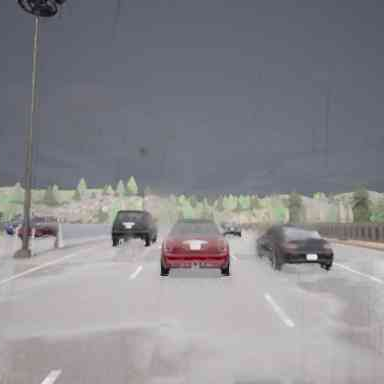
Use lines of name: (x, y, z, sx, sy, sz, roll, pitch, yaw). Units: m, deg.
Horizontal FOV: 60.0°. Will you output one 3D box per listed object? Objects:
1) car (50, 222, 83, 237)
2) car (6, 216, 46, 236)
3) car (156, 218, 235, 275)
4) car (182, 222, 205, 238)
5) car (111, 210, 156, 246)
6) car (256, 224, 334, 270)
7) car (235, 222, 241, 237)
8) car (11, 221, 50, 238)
car: (-10.597, 3.404, 29.817, 1.994, 1.385, 4.181, 0, -6, 0)
car: (-17.590, 3.638, 35.783, 2.150, 2.045, 5.566, 0, -6, 0)
car: (0.100, 1.706, 11.736, 2.097, 1.767, 4.553, 0, -3, 0)
car: (0.101, 3.621, 32.232, 2.033, 1.411, 5.357, 0, -6, 0)
car: (-3.400, 2.175, 20.493, 2.150, 2.045, 5.566, 0, -5, 0)
car: (3.600, 1.909, 12.275, 1.812, 1.442, 4.674, 0, -3, 0)
car: (3.606, 3.620, 32.213, 2.033, 1.411, 5.357, 0, -6, 0)
car: (-14.099, 3.503, 30.463, 1.895, 1.301, 4.718, 0, -6, 0)
